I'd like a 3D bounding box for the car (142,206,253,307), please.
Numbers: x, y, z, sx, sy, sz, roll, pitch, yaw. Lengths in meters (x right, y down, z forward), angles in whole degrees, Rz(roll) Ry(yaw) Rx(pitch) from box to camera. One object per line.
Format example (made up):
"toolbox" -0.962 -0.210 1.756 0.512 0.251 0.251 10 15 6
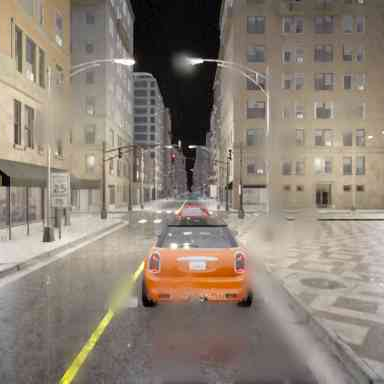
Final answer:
"car" 0.095 1.352 8.133 2.097 1.767 4.553 0 0 0

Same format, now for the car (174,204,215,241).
"car" 0.098 1.477 17.734 1.882 1.535 5.008 0 0 0
